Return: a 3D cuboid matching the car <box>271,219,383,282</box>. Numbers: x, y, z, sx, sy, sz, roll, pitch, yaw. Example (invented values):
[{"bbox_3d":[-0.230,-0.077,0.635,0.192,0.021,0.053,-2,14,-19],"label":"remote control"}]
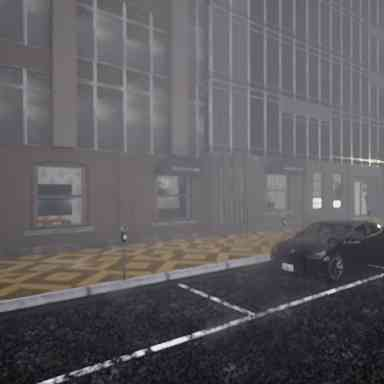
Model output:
[{"bbox_3d":[4.155,1.474,9.525,4.313,1.339,1.947,-1,1,-36],"label":"car"}]
